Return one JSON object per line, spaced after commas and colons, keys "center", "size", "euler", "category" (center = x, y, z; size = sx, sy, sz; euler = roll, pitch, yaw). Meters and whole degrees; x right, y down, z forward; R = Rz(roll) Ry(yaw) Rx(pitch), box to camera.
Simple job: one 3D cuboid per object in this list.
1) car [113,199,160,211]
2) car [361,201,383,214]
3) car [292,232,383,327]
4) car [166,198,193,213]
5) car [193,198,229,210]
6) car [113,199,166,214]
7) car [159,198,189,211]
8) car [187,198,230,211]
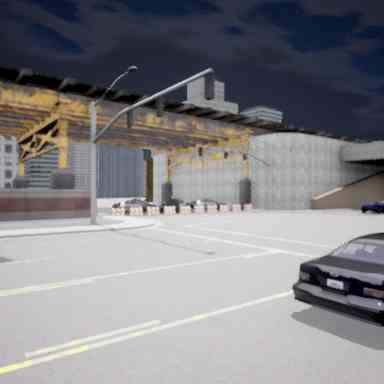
{"center": [-5.697, 1.329, 34.454], "size": [4.536, 1.218, 1.853], "euler": [0, 0, 8], "category": "car"}
{"center": [20.634, 1.685, 36.771], "size": [4.718, 1.301, 1.895], "euler": [0, 0, -37], "category": "car"}
{"center": [4.379, 1.573, 6.883], "size": [5.357, 1.411, 2.033], "euler": [1, 0, -35], "category": "car"}
{"center": [-1.902, 1.497, 37.132], "size": [2.038, 1.542, 4.974], "euler": [0, 0, 18], "category": "car"}
{"center": [1.957, 1.351, 40.886], "size": [4.536, 1.218, 1.853], "euler": [0, 0, -7], "category": "car"}
{"center": [-5.646, 1.487, 34.446], "size": [4.974, 1.542, 2.038], "euler": [0, 0, 8], "category": "car"}
{"center": [-1.885, 1.340, 37.182], "size": [1.853, 1.218, 4.536], "euler": [0, 0, 18], "category": "car"}
{"center": [2.008, 1.509, 40.892], "size": [4.974, 1.542, 2.038], "euler": [0, 0, -7], "category": "car"}
